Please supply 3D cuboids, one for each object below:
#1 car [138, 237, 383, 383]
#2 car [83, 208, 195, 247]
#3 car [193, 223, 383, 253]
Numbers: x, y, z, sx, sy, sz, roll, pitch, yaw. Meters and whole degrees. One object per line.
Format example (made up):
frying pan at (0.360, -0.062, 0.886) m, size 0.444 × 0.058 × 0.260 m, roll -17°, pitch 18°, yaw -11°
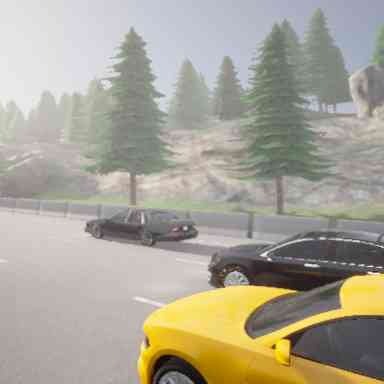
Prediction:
car at (1.748, 1.476, 2.744) m, size 5.008 × 1.535 × 1.882 m, roll 1°, pitch 1°, yaw 35°
car at (-2.297, 1.397, 14.223) m, size 5.357 × 1.411 × 2.033 m, roll 1°, pitch 1°, yaw 35°
car at (2.606, 1.488, 6.431) m, size 4.892 × 1.490 × 1.837 m, roll 1°, pitch 1°, yaw 35°
